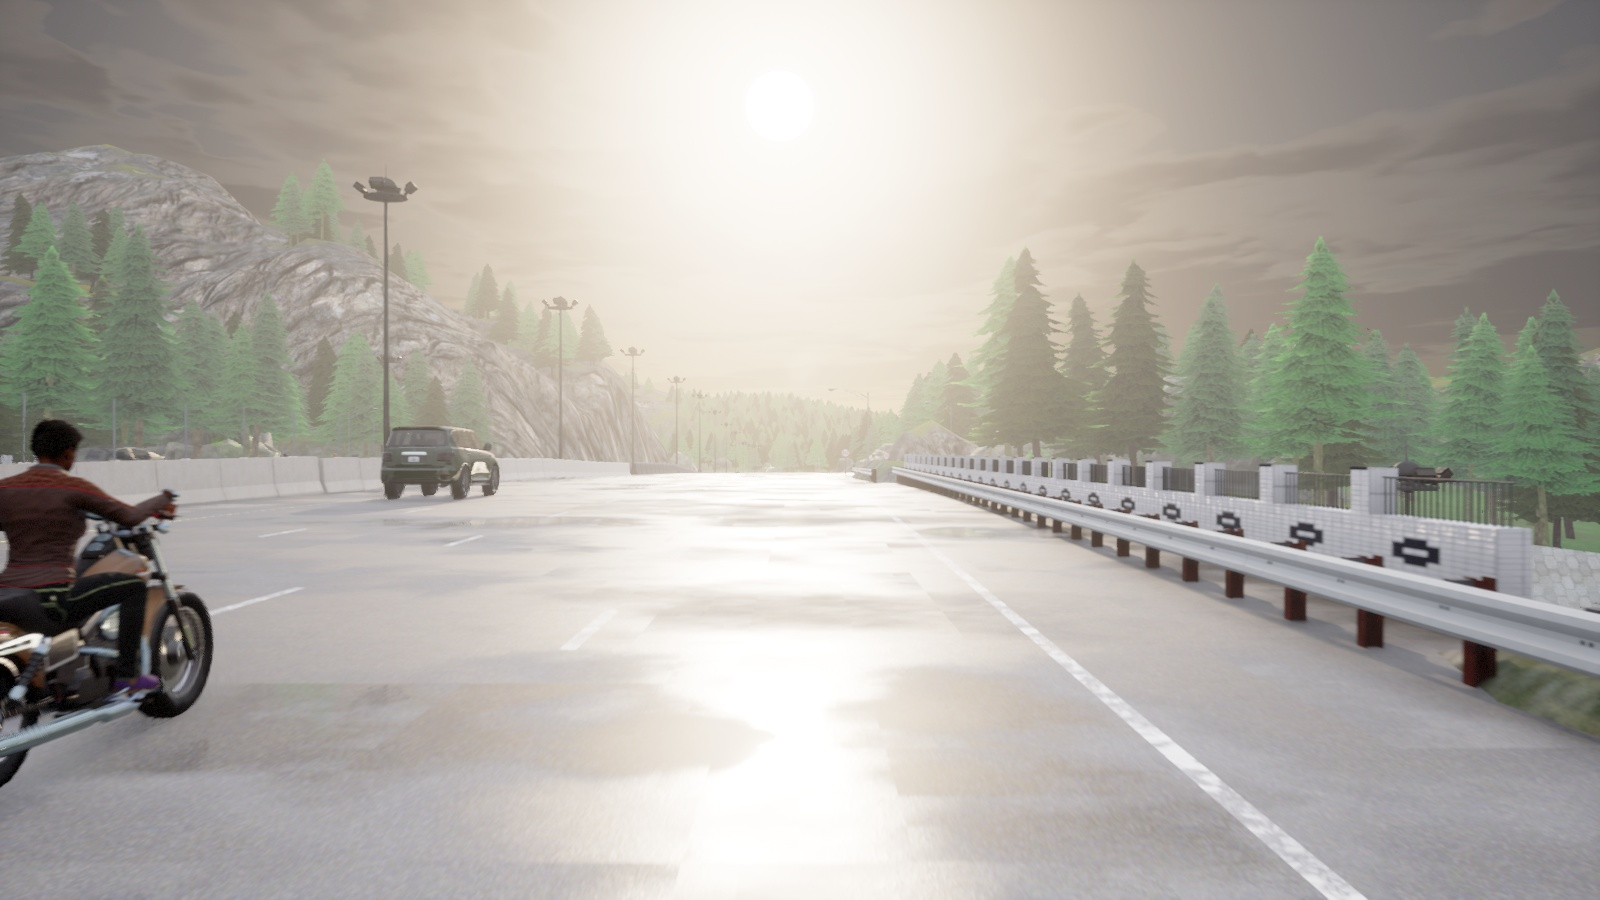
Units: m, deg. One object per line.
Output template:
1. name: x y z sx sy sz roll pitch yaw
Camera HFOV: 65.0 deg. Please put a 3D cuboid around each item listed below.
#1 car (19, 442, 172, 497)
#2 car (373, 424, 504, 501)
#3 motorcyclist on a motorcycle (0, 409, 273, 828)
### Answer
1. car: -20.777 0.562 37.287 2.007 1.525 4.514 0 0 0
2. car: -10.283 0.338 36.215 2.150 2.045 5.566 0 0 0
3. motorcyclist on a motorcycle: -3.450 0.659 6.118 0.766 1.649 2.350 0 0 0
